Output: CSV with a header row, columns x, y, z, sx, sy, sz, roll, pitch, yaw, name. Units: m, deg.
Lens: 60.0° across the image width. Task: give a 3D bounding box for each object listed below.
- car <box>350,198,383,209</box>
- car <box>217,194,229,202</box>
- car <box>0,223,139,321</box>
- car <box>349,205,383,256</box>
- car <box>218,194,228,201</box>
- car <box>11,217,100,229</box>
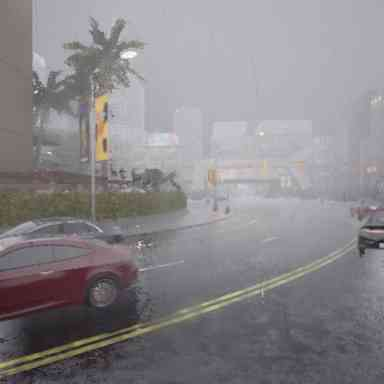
x,y,z,sx,sy,sz,roll,pitch,yaw,name
14.241,1.271,27.002,2.097,1.767,4.553,-1,0,17,car
7.878,1.500,80.380,2.097,1.535,5.008,0,0,2,car
-3.243,1.559,6.221,4.674,1.442,1.812,0,0,-39,car
7.440,1.448,12.260,2.128,1.511,4.902,0,0,37,car
8.044,1.379,86.804,2.185,1.767,4.553,0,0,2,car
-4.348,1.550,9.813,4.892,1.490,1.837,-1,1,-42,car
